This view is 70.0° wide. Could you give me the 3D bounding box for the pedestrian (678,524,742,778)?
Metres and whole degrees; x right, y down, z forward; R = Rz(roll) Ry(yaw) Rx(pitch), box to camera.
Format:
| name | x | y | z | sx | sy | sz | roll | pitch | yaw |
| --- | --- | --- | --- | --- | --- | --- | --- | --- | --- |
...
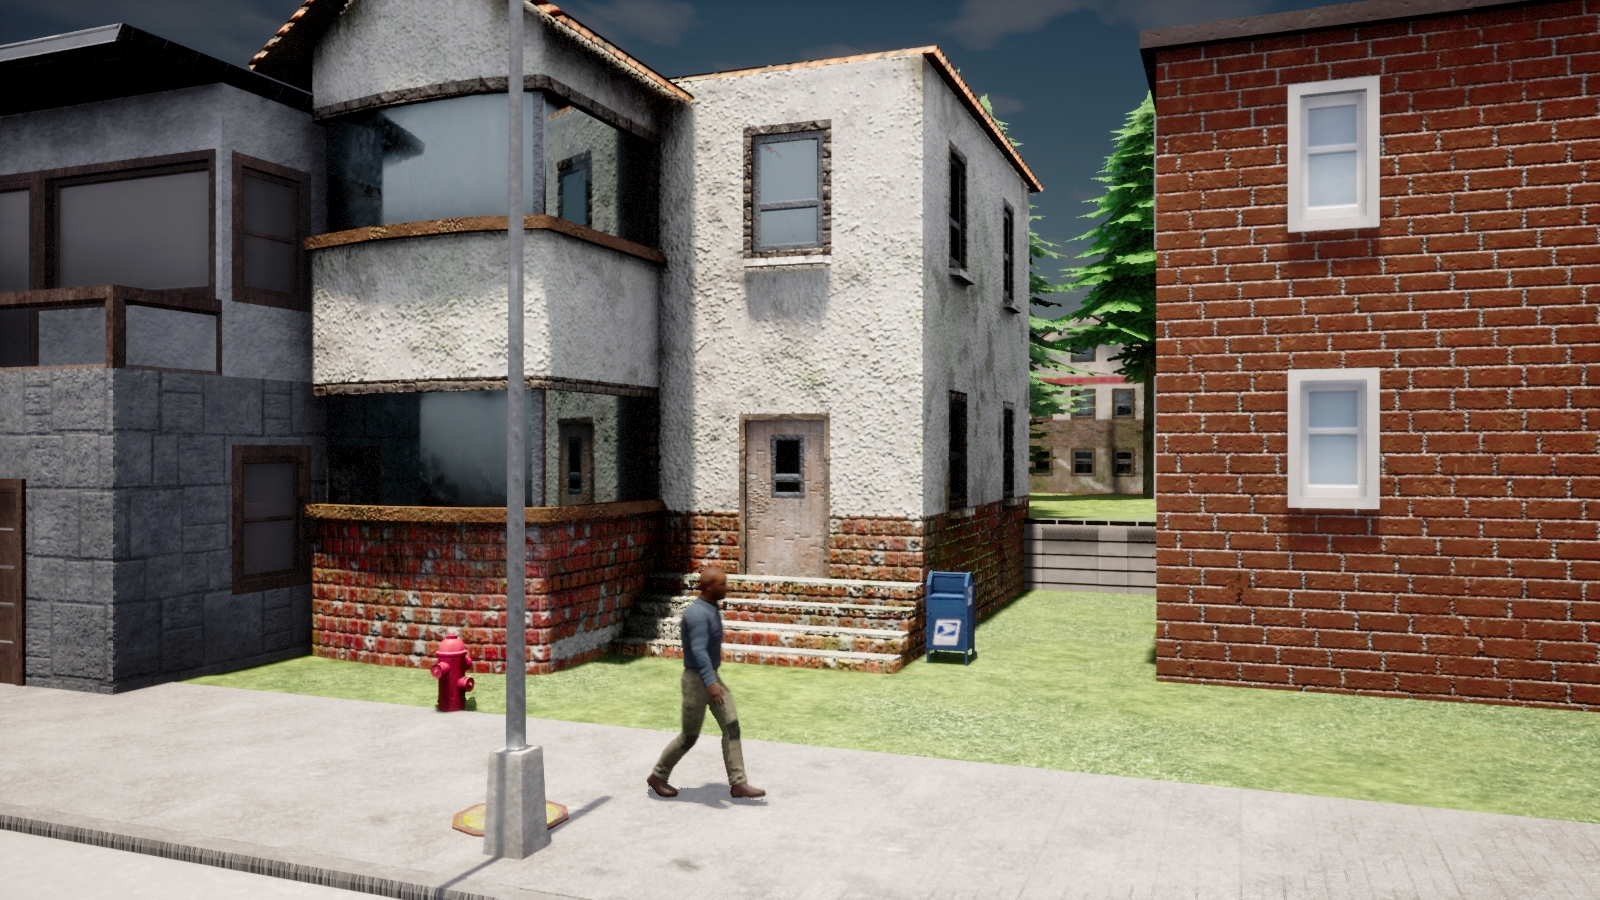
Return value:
| name | x | y | z | sx | sy | sz | roll | pitch | yaw |
| --- | --- | --- | --- | --- | --- | --- | --- | --- | --- |
| pedestrian | -0.686 | 1.516 | 8.751 | 0.375 | 1.860 | 0.375 | 0 | 0 | 18 |
